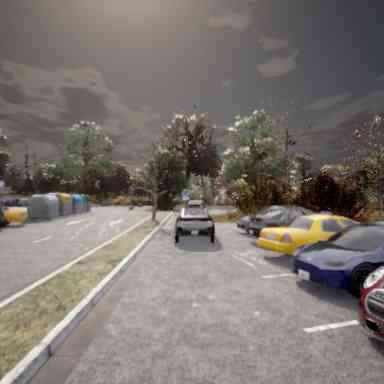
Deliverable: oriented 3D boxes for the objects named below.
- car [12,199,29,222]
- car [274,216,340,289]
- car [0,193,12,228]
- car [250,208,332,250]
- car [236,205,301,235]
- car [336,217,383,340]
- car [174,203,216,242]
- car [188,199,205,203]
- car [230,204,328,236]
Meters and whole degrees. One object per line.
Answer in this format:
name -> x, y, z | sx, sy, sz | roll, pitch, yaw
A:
car -> -13.447, 1.456, 21.127 | 5.366, 1.575, 1.946 | -1, 1, -20
car -> 4.813, 1.520, 8.435 | 4.792, 1.488, 2.163 | 1, 0, -20
car -> -13.313, 1.218, 18.152 | 5.566, 2.045, 2.435 | -1, 0, -20
car -> 5.015, 1.493, 11.910 | 5.366, 1.575, 1.946 | 1, 0, -20
car -> 4.841, 1.496, 15.234 | 4.892, 1.521, 2.231 | 1, 0, -20
car -> 4.866, 1.364, 5.065 | 4.553, 1.767, 2.185 | 1, 0, -20
car -> 0.119, 1.502, 16.408 | 2.128, 1.511, 4.902 | 0, 0, 0
car -> 0.474, 1.472, 31.860 | 1.837, 1.490, 4.892 | 0, 0, 6
car -> 4.857, 1.498, 18.629 | 4.892, 1.521, 2.231 | 1, 0, -20
